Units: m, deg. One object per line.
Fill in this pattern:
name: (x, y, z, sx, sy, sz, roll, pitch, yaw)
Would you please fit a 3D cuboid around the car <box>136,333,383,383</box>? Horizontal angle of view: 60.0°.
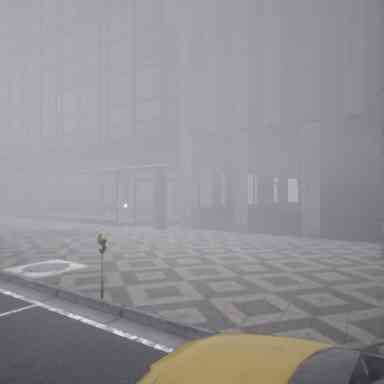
car: (1.637, 1.525, 1.915, 4.829, 1.417, 1.752, 0, 0, 36)
